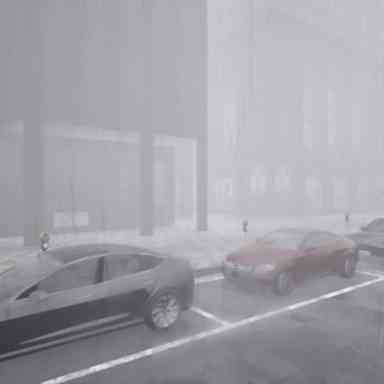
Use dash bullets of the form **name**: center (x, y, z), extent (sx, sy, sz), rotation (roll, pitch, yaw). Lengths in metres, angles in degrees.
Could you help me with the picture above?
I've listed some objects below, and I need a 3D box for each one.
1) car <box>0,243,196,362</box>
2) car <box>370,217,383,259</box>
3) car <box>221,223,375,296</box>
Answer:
- **car**: center (-1.926, 1.566, 5.275), extent (4.313, 1.339, 1.947), rotation (0, 0, -35)
- **car**: center (7.253, 1.564, 11.820), extent (4.313, 1.339, 1.947), rotation (0, 0, -35)
- **car**: center (2.664, 1.580, 8.548), extent (4.206, 1.307, 1.802), rotation (0, 0, -35)
